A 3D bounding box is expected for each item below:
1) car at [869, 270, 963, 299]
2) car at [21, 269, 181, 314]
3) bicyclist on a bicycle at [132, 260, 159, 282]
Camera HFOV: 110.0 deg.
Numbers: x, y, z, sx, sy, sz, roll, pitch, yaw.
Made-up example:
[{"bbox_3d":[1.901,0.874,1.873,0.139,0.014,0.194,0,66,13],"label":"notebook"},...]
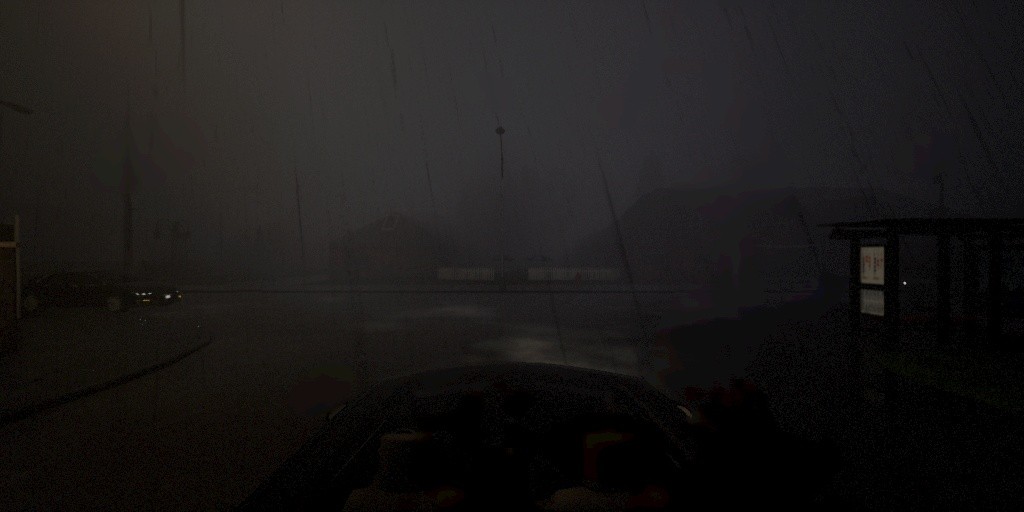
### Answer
[{"bbox_3d":[20.338,1.338,17.314,4.718,1.301,1.895,0,0,0],"label":"car"},{"bbox_3d":[-15.102,1.245,13.210,4.892,1.490,1.837,0,0,0],"label":"car"},{"bbox_3d":[-22.104,1.083,21.627,0.582,1.620,1.656,0,0,0],"label":"bicyclist on a bicycle"}]
